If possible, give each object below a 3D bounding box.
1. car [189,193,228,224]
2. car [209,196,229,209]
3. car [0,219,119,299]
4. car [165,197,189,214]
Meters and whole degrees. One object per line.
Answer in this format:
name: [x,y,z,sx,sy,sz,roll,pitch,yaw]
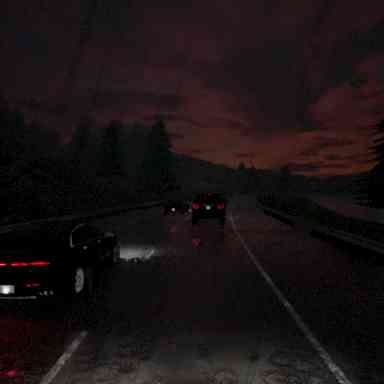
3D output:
car: [1.245,1.067,23.461,2.150,2.045,5.566,0,0,5]
car: [3.413,1.278,41.172,2.033,1.411,5.357,0,0,9]
car: [-3.190,1.446,8.279,1.837,1.490,4.892,0,0,2]
car: [-1.369,1.292,31.966,1.837,1.490,4.892,0,0,7]
